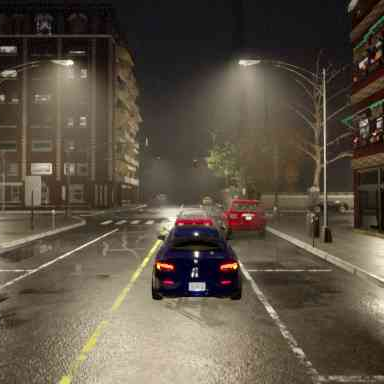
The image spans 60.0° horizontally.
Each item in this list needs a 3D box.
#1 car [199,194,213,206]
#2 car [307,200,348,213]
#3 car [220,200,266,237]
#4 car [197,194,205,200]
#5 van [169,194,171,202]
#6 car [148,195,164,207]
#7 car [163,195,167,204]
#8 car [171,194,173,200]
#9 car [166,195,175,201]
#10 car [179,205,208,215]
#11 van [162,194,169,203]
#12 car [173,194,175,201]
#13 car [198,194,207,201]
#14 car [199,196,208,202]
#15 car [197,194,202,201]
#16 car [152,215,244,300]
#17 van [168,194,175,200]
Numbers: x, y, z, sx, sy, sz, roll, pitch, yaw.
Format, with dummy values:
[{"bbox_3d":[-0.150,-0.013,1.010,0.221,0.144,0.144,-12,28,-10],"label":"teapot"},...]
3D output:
[{"bbox_3d":[2.651,1.563,56.379,1.752,1.417,4.829,1,0,0],"label":"car"},{"bbox_3d":[15.178,1.609,37.223,4.313,1.339,1.947,0,-1,0],"label":"car"},{"bbox_3d":[2.691,1.323,18.179,2.192,1.841,5.009,1,0,0],"label":"car"},{"bbox_3d":[2.619,1.396,94.975,2.192,1.841,5.009,1,0,0],"label":"car"},{"bbox_3d":[-5.735,1.389,67.285,1.690,1.788,3.998,1,0,0],"label":"van"},{"bbox_3d":[-5.724,1.614,50.670,1.802,1.307,4.206,1,0,0],"label":"car"},{"bbox_3d":[-5.729,1.619,56.207,1.802,1.307,4.206,1,0,0],"label":"car"},{"bbox_3d":[-5.745,1.636,72.824,1.802,1.307,4.206,1,0,0],"label":"car"},{"bbox_3d":[-5.760,1.624,89.439,2.008,1.369,4.403,1,0,0],"label":"car"},{"bbox_3d":[0.084,1.609,17.990,1.895,1.301,4.718,0,0,0],"label":"car"},{"bbox_3d":[-5.730,1.383,61.746,1.690,1.788,3.998,1,0,0],"label":"van"},{"bbox_3d":[-5.750,1.611,78.362,2.008,1.369,4.403,1,0,0],"label":"car"},{"bbox_3d":[2.629,1.382,83.900,2.192,1.841,5.009,1,0,0],"label":"car"},{"bbox_3d":[2.630,1.626,78.362,1.947,1.339,4.313,1,0,0],"label":"car"},{"bbox_3d":[2.636,1.604,72.823,2.008,1.369,4.403,1,0,0],"label":"car"},{"bbox_3d":[0.094,1.529,8.246,1.812,1.442,4.674,0,0,0],"label":"car"},{"bbox_3d":[-5.762,1.422,94.978,1.690,1.788,3.998,1,0,0],"label":"van"}]
